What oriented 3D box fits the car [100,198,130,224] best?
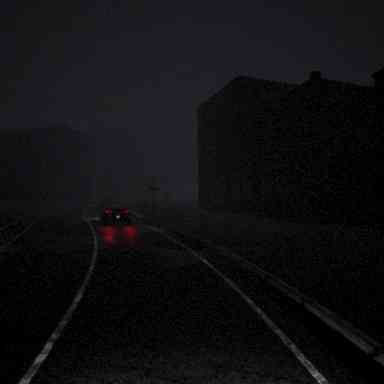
[{"bbox_3d":[-5.646,1.440,24.179,1.812,1.442,4.674,1,0,-19],"label":"car"}]

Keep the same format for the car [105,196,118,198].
[{"bbox_3d":[-9.749,1.282,40.477,2.128,1.511,4.902,0,1,-8],"label":"car"}]
